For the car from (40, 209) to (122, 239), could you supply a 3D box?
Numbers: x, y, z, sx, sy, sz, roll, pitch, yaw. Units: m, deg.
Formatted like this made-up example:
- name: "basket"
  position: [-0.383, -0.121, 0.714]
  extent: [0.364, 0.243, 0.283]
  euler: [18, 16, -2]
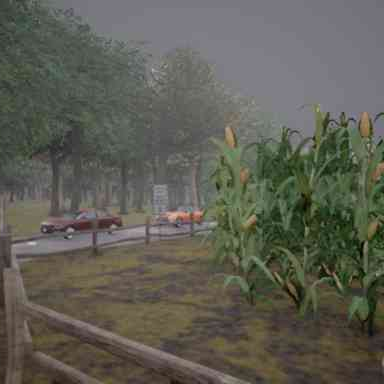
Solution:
- name: "car"
  position: [-6.352, 1.796, 19.575]
  extent: [1.882, 1.535, 5.008]
  euler: [0, -1, 34]

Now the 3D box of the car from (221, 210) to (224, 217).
- name: "car"
  position: [4.453, 2.239, 34.771]
  extent: [1.882, 1.535, 5.008]
  euler: [0, -1, 36]

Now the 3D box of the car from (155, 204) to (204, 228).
- name: "car"
  position: [-0.971, 1.892, 27.194]
  extent: [2.097, 1.767, 4.553]
  euler: [0, -1, 36]
